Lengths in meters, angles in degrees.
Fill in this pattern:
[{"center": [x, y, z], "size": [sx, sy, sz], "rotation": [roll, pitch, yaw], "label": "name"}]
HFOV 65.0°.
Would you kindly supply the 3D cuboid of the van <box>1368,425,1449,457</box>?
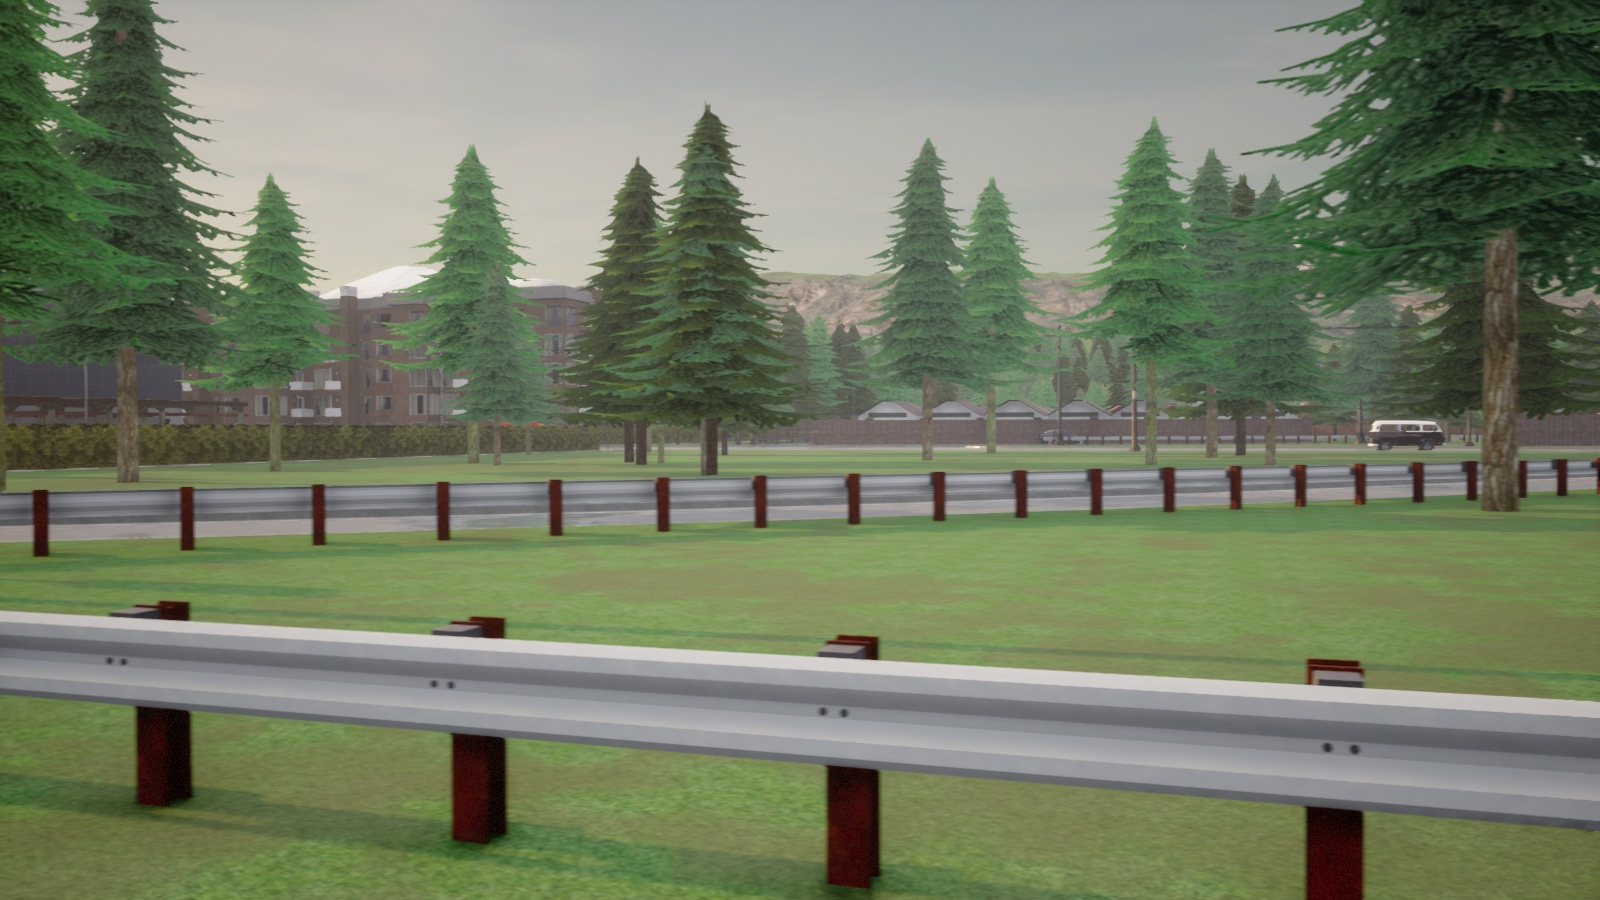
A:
[{"center": [39.545, -0.610, 81.689], "size": [4.480, 2.038, 2.069], "rotation": [1, 1, 19], "label": "van"}]
